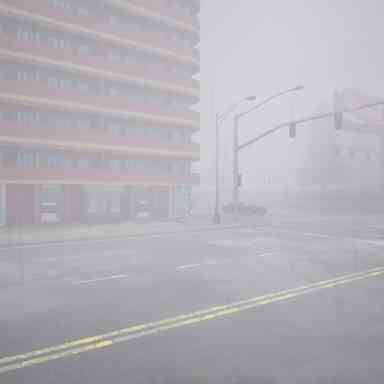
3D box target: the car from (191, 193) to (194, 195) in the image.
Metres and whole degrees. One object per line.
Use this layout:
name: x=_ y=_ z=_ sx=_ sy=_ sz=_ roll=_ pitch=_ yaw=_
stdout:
car: x=-1.499 y=1.221 z=61.320 sx=2.150 sy=2.045 sz=5.566 roll=0 pitch=0 yaw=-34

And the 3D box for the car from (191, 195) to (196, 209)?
car: x=-1.703 y=1.491 z=42.471 sx=2.128 sy=1.511 sz=4.902 roll=0 pitch=0 yaw=-34

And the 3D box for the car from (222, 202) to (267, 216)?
car: x=5.052 y=1.601 z=32.436 sx=1.895 sy=1.301 sz=4.718 roll=0 pitch=0 yaw=-34
